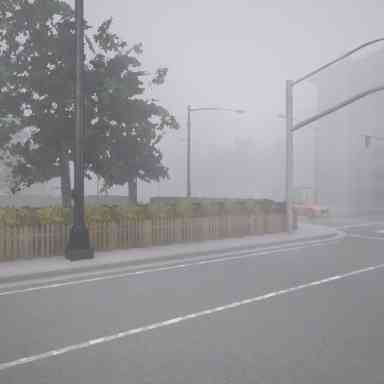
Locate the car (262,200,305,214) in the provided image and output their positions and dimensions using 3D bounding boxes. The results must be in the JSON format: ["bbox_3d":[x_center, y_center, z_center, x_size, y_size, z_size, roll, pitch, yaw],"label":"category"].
[{"bbox_3d":[9.856,1.564,36.024,1.994,1.385,4.181,0,0,-35],"label":"car"}]

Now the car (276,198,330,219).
[{"bbox_3d":[9.849,1.352,29.547,2.097,1.767,4.553,0,0,-35],"label":"car"}]
